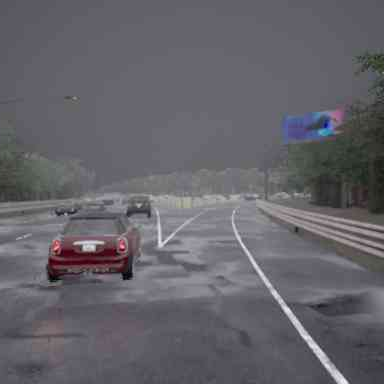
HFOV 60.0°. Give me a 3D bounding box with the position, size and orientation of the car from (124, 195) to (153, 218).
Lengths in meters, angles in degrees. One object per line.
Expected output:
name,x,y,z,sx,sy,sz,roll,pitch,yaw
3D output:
car,-4.938,1.370,31.711,2.150,2.045,5.566,0,0,-6

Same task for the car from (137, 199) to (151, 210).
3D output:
car,-6.978,1.773,48.662,2.033,1.411,5.357,0,0,-7

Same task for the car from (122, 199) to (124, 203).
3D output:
car,-13.884,1.782,71.778,2.097,1.767,4.553,0,0,-9

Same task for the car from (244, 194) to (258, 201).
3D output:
car,14.337,1.432,82.549,1.882,1.535,5.008,0,0,23

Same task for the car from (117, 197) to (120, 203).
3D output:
car,-20.728,2.170,90.774,2.033,1.411,5.357,0,-1,-11

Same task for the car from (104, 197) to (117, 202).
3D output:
car,-16.126,1.853,64.282,1.882,1.535,5.008,0,0,-9

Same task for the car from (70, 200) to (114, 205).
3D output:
car,-7.734,1.647,26.265,2.033,1.411,5.357,0,0,-6

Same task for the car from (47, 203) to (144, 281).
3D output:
car,-2.711,1.383,10.176,2.097,1.767,4.553,0,0,-6

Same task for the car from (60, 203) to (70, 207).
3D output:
car,-11.999,1.746,33.122,1.895,1.301,4.718,0,0,-6
